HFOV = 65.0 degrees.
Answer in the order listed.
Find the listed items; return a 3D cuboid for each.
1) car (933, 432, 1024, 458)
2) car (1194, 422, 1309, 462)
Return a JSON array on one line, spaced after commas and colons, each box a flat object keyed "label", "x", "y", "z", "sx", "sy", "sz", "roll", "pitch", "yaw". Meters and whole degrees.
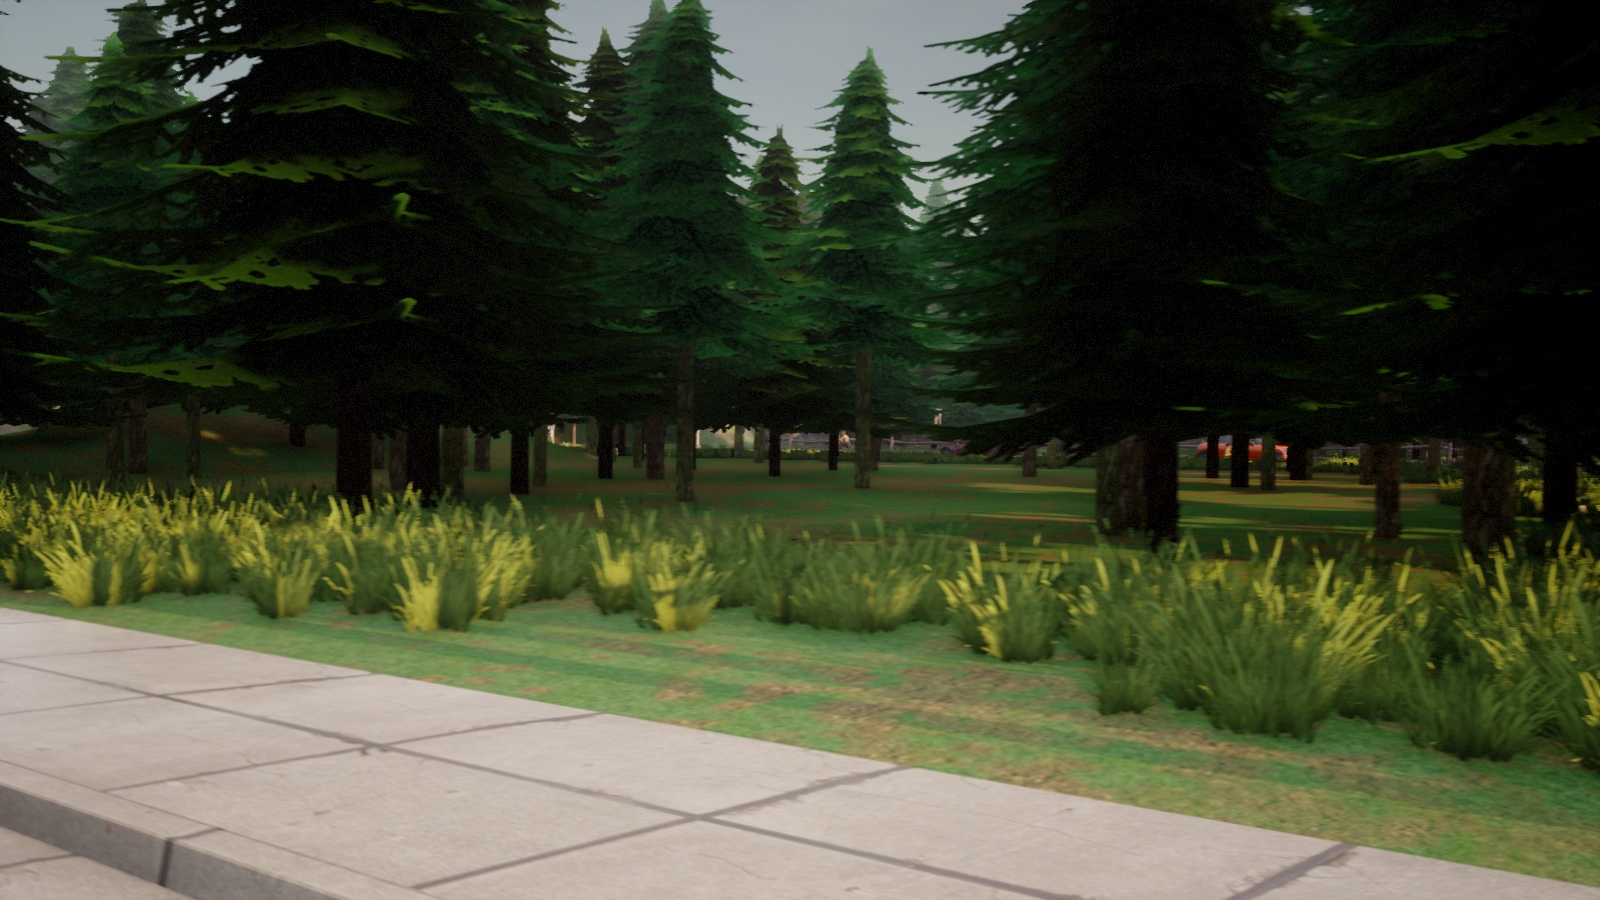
[{"label": "car", "x": 9.918, "y": -0.288, "z": 69.977, "sx": 4.674, "sy": 1.442, "sz": 1.812, "roll": 0, "pitch": 1, "yaw": 36}, {"label": "car", "x": 20.776, "y": -0.388, "z": 57.823, "sx": 4.553, "sy": 1.767, "sz": 2.097, "roll": 0, "pitch": 1, "yaw": 36}]
